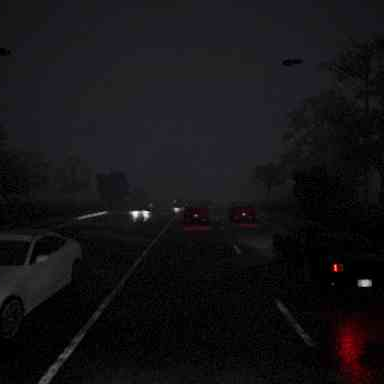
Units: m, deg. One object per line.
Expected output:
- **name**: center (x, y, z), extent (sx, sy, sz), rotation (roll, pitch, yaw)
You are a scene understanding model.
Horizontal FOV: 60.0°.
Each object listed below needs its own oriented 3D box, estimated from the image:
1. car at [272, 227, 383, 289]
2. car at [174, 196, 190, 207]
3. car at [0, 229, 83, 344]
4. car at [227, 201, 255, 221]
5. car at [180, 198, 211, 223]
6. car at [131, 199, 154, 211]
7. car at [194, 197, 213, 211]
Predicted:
- **car**: center (3.609, 1.600, 9.135), extent (1.895, 1.301, 4.718), rotation (0, 0, 0)
- **car**: center (-1.330, 1.347, 49.859), extent (2.097, 1.767, 4.553), rotation (0, 0, 9)
- **car**: center (-3.586, 1.525, 6.545), extent (1.812, 1.442, 4.674), rotation (0, 0, 0)
- **car**: center (3.915, 1.477, 26.998), extent (1.882, 1.535, 5.008), rotation (0, 0, 2)
- **car**: center (0.354, 1.476, 25.301), extent (1.882, 1.535, 5.008), rotation (0, 0, 2)
- **car**: center (-5.941, 1.559, 40.465), extent (1.994, 1.385, 4.181), rotation (0, 0, 5)
- **car**: center (1.510, 1.491, 42.881), extent (2.128, 1.511, 4.902), rotation (0, 0, 6)
